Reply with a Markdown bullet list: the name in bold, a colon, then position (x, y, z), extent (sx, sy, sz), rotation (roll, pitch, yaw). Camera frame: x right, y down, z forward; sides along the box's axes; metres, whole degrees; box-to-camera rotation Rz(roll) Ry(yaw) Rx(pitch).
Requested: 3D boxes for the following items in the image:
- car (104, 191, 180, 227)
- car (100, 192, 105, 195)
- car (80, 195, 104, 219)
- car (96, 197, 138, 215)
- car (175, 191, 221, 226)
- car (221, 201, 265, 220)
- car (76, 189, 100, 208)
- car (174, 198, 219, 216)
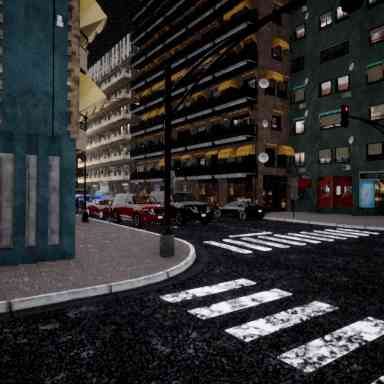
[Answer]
- **car**: position (-3.214, 1.033, 20.302), extent (2.192, 1.841, 5.009), rotation (2, 0, -36)
- **car**: position (-9.744, 1.035, 39.220), extent (2.033, 1.411, 5.357), rotation (1, 0, -36)
- **car**: position (-6.480, 1.182, 24.819), extent (1.887, 1.381, 4.507), rotation (2, 0, -36)
- **car**: position (-6.762, 1.201, 29.616), extent (1.895, 1.301, 4.718), rotation (1, 0, -36)
- **car**: position (-0.941, 0.966, 21.551), extent (2.150, 2.045, 5.566), rotation (1, 0, -36)
- **car**: position (3.597, 1.353, 25.174), extent (1.947, 1.339, 4.313), rotation (2, 0, -36)
- **car**: position (-12.913, 0.669, 38.171), extent (2.150, 2.045, 5.566), rotation (1, 0, -35)
- **car**: position (0.337, 1.288, 29.691), extent (1.802, 1.307, 4.206), rotation (2, 0, -36)
